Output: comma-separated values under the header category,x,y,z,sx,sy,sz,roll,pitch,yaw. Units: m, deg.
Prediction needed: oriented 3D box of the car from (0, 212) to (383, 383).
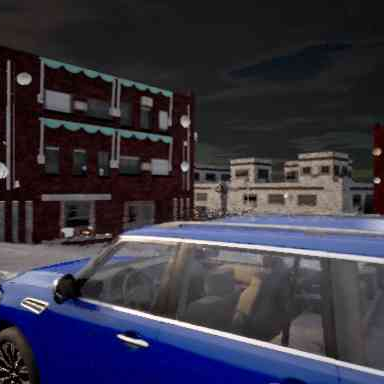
category,x,y,z,sx,sy,sz,roll,pitch,yaw
car,0.283,1.226,3.072,5.566,2.045,2.435,0,0,36
